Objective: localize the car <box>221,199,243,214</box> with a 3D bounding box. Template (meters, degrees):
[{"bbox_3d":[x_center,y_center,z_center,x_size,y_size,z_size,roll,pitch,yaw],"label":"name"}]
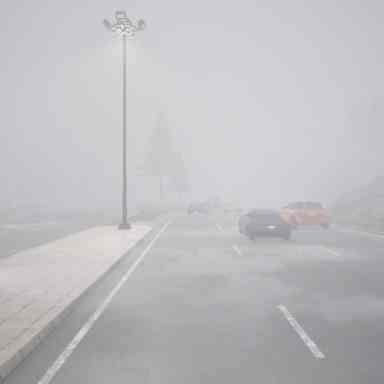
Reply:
[{"bbox_3d":[4.551,1.601,35.610,1.895,1.301,4.718,0,0,11],"label":"car"}]

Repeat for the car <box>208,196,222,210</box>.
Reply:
[{"bbox_3d":[3.092,1.352,43.682,2.097,1.767,4.553,0,0,15],"label":"car"}]

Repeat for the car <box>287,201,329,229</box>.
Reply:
[{"bbox_3d":[7.119,1.353,21.680,2.097,1.767,4.553,0,0,0],"label":"car"}]

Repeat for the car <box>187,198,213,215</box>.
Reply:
[{"bbox_3d":[0.739,1.601,33.578,1.895,1.301,4.718,0,0,7],"label":"car"}]

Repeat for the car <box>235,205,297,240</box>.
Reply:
[{"bbox_3d":[3.602,1.564,17.025,1.994,1.385,4.181,0,0,0],"label":"car"}]
